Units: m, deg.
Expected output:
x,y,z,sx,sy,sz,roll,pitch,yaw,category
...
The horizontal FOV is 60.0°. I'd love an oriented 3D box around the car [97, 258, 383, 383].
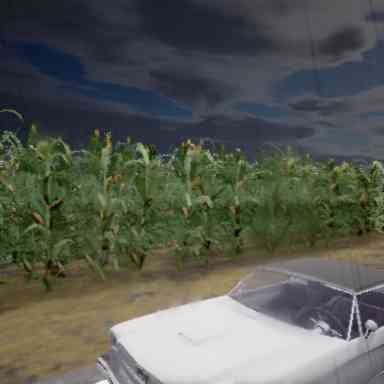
x,y,z,sx,sy,sz,roll,pitch,yaw,category
1.381,1.613,4.055,4.718,1.301,1.895,0,0,-36,car
